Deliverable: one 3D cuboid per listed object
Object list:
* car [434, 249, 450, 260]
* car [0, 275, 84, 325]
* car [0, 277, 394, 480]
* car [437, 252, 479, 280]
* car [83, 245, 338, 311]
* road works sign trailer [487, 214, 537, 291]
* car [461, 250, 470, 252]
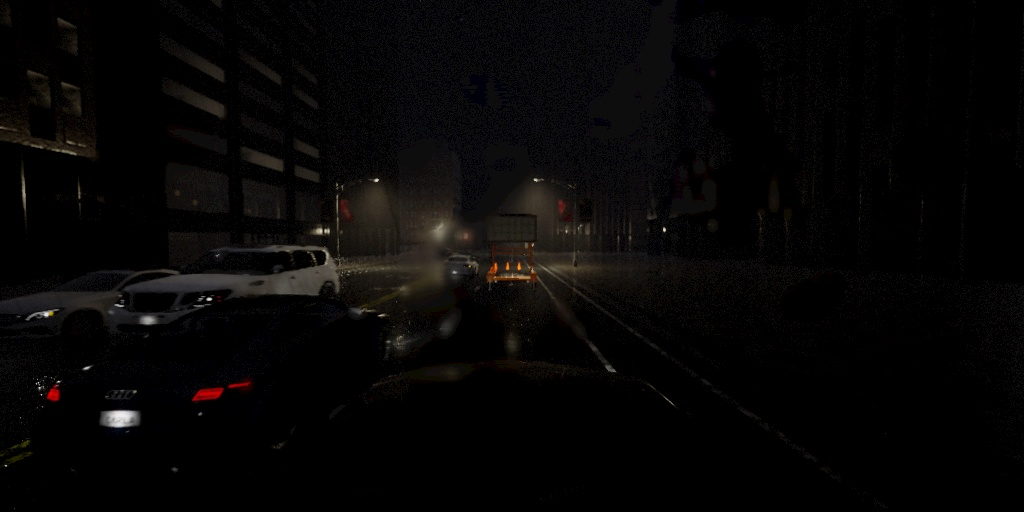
[{"bbox_3d":[-9.816,-0.174,51.145,1.837,1.490,4.892,0,2,0],"label":"car"},{"bbox_3d":[-9.849,1.052,9.035,1.812,1.442,4.674,0,2,0],"label":"car"},{"bbox_3d":[-3.148,1.216,4.889,1.994,1.385,4.181,0,2,0],"label":"car"},{"bbox_3d":[-3.144,0.652,22.441,1.812,1.442,4.674,0,2,0],"label":"car"},{"bbox_3d":[-6.598,0.741,9.248,2.150,2.045,5.566,0,2,0],"label":"car"},{"bbox_3d":[0.012,-0.266,17.619,2.380,3.560,2.880,0,0,1],"label":"road works sign trailer"},{"bbox_3d":[-6.565,-0.103,50.781,1.994,1.385,4.181,0,1,0],"label":"car"}]
